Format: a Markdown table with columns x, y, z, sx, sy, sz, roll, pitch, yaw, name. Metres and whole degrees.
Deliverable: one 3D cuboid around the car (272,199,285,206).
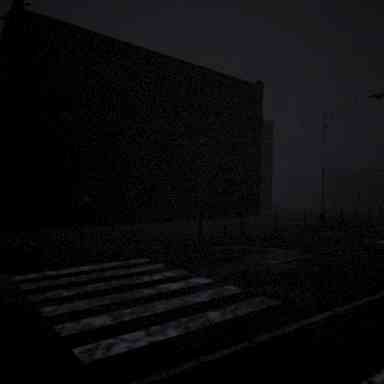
| x | y | z | sx | sy | sz | roll | pitch | yaw | name |
| --- | --- | --- | --- | --- | --- | --- | --- | --- | --- |
| 19.400 | 2.447 | 76.009 | 2.163 | 1.488 | 4.792 | 1 | -1 | 43 | car |
